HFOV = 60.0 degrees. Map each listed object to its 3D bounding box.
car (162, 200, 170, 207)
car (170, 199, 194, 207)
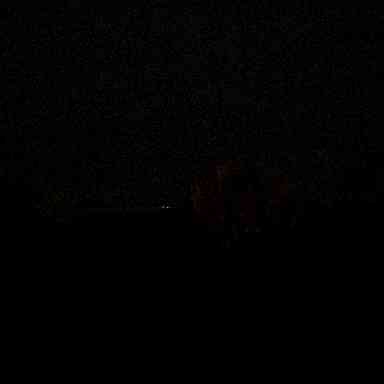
[{"bbox_3d":[-3.623,2.087,62.220,1.994,1.385,4.181,-1,-1,37],"label":"car"},{"bbox_3d":[-1.077,2.008,59.632,2.033,1.411,5.357,-1,-1,36],"label":"car"}]
